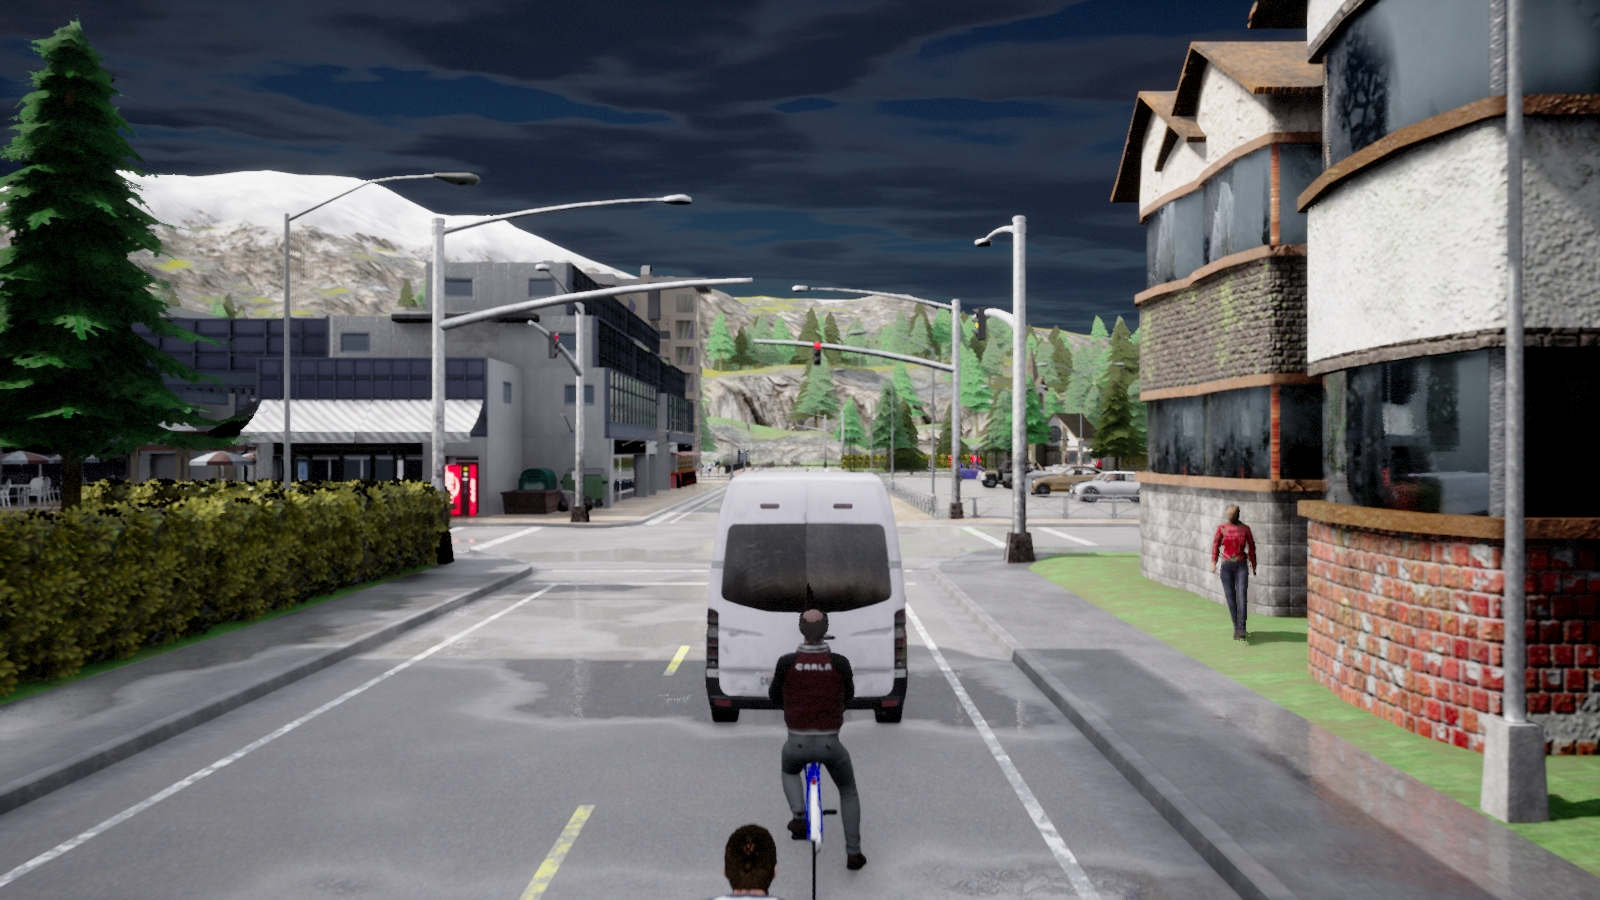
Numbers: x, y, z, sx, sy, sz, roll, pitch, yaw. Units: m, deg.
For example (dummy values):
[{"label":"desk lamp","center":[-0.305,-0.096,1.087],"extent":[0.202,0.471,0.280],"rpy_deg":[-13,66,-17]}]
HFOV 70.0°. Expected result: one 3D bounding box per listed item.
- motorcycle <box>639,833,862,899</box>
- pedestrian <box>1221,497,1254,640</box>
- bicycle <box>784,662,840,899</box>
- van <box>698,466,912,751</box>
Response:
[{"label":"motorcycle","center":[-0.192,2.191,3.790],"extent":[0.803,1.145,2.033],"rpy_deg":[0,0,2]},{"label":"pedestrian","center":[5.841,1.568,15.245],"extent":[0.375,1.860,0.375],"rpy_deg":[0,0,28]},{"label":"bicycle","center":[0.073,2.187,7.708],"extent":[0.329,1.171,1.835],"rpy_deg":[0,0,0]},{"label":"van","center":[0.076,1.509,13.563],"extent":[1.988,2.561,5.915],"rpy_deg":[0,0,1]}]
